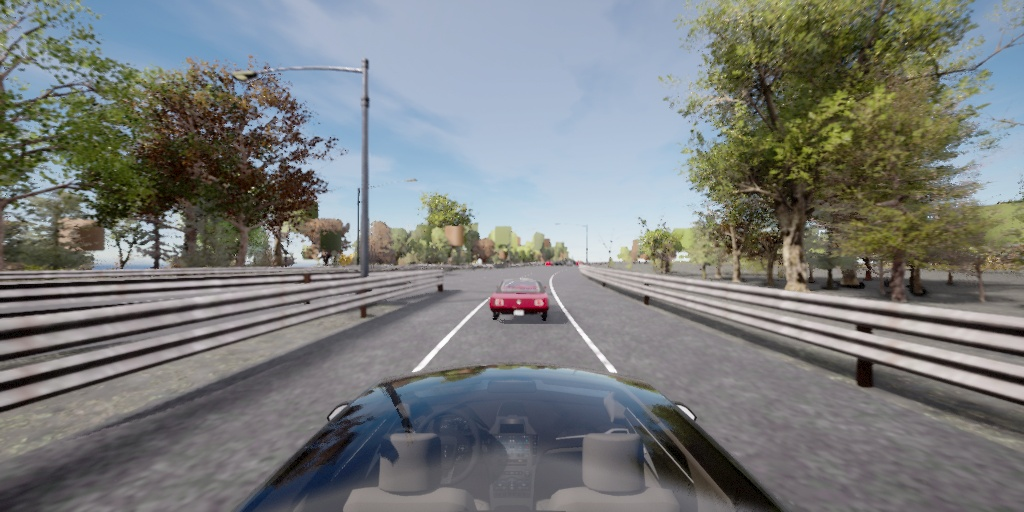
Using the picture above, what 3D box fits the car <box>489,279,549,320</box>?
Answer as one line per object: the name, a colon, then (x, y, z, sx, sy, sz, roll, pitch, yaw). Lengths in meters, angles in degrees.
car: (0.347, 1.479, 13.245, 1.895, 1.301, 4.718, 0, -1, 3)
